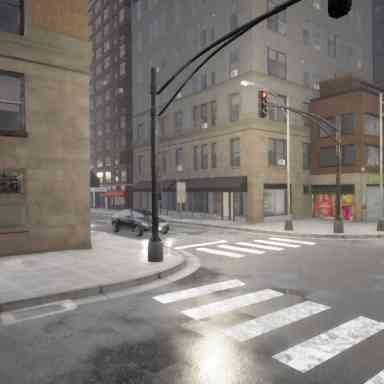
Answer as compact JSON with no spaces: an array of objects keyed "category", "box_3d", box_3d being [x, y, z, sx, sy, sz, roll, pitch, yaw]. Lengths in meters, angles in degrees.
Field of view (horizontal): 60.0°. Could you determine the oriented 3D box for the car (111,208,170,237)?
[{"category":"car","box_3d":[-3.163,1.694,19.520,1.812,1.442,4.674,-1,0,-38]}]
